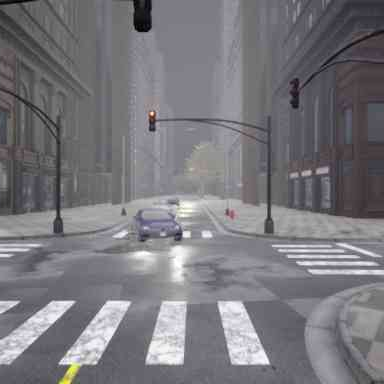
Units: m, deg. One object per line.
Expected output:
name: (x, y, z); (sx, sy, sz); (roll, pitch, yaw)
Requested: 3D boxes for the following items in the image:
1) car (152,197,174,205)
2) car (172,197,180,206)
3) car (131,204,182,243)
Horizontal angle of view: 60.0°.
car: (-3.044, 1.521, 31.851); (1.812, 1.442, 4.674); (0, 0, 0)
car: (-2.969, 1.561, 53.660); (2.033, 1.411, 5.357); (0, 0, 1)
car: (-1.907, 1.522, 16.276); (1.812, 1.442, 4.674); (0, 0, -17)
